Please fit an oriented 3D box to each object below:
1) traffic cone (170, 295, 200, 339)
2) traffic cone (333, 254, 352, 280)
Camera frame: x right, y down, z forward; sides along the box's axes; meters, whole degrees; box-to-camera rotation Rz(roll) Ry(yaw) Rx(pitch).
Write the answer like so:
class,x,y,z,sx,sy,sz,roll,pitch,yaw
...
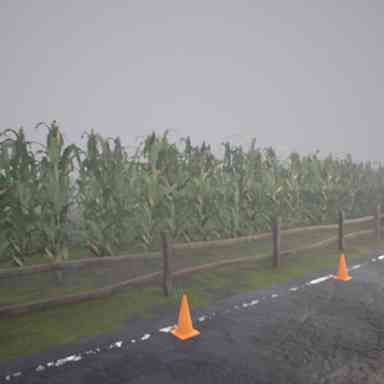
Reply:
class,x,y,z,sx,sy,sz,roll,pitch,yaw
traffic cone,-0.112,1.906,5.183,0.340,0.580,0.340,-1,1,-37
traffic cone,3.716,1.830,8.208,0.340,0.580,0.340,-1,1,-40
